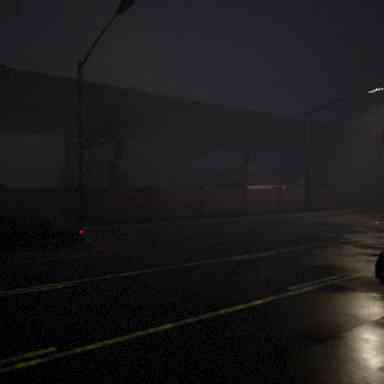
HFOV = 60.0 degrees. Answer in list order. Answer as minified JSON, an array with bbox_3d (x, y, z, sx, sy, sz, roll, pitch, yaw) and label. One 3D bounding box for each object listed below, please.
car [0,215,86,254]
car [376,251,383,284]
[{"bbox_3d":[-6.702,1.558,12.094,5.357,1.411,2.033,0,0,-35],"label":"car"},{"bbox_3d":[6.475,1.610,8.364,4.181,1.385,1.994,0,0,-36],"label":"car"}]
